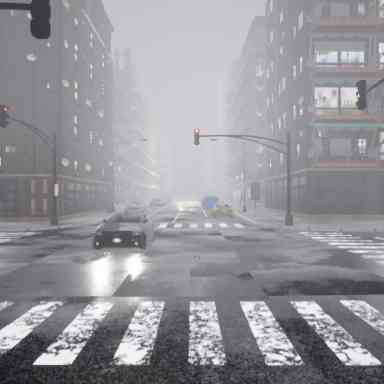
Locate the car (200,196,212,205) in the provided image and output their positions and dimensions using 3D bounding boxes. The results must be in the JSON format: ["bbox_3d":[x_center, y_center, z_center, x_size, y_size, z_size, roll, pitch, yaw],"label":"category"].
[{"bbox_3d":[2.581,1.486,61.040,1.967,1.590,4.097,1,0,0],"label":"car"}]

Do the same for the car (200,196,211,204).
[{"bbox_3d":[2.580,1.604,66.697,2.008,1.369,4.403,1,0,0],"label":"car"}]

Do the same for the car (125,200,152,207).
[{"bbox_3d":[-5.432,1.565,32.697,2.008,1.369,4.403,1,0,0],"label":"car"}]

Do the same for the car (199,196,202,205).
[{"bbox_3d":[2.581,1.347,49.728,2.192,1.841,5.009,1,0,0],"label":"car"}]

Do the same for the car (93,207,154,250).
[{"bbox_3d":[-2.748,1.569,14.128,1.994,1.385,4.181,0,0,0],"label":"car"}]

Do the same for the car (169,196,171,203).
[{"bbox_3d":[-5.301,1.627,60.986,1.802,1.307,4.206,1,0,0],"label":"car"}]

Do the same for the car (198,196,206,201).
[{"bbox_3d":[2.581,1.627,83.665,1.887,1.381,4.507,1,0,0],"label":"car"}]

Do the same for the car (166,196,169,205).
[{"bbox_3d":[-5.301,1.563,55.158,1.752,1.417,4.829,1,0,0],"label":"car"}]

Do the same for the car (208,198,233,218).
[{"bbox_3d":[2.707,1.538,30.241,1.752,1.417,4.829,1,0,0],"label":"car"}]

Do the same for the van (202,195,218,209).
[{"bbox_3d":[2.613,1.366,44.075,1.690,1.788,3.998,1,0,0],"label":"van"}]

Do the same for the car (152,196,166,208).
[{"bbox_3d":[-5.302,1.613,49.670,1.802,1.307,4.206,1,0,0],"label":"car"}]
